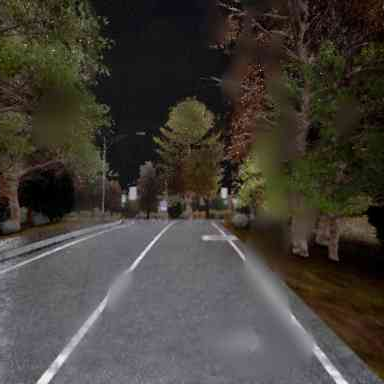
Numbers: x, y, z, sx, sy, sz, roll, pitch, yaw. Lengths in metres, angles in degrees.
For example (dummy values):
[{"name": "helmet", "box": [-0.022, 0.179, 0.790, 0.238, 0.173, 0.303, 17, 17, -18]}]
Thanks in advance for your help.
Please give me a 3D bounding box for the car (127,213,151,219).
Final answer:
[{"name": "car", "box": [-12.027, 5.411, 75.609, 5.357, 1.411, 2.033, 2, -5, -33]}]
